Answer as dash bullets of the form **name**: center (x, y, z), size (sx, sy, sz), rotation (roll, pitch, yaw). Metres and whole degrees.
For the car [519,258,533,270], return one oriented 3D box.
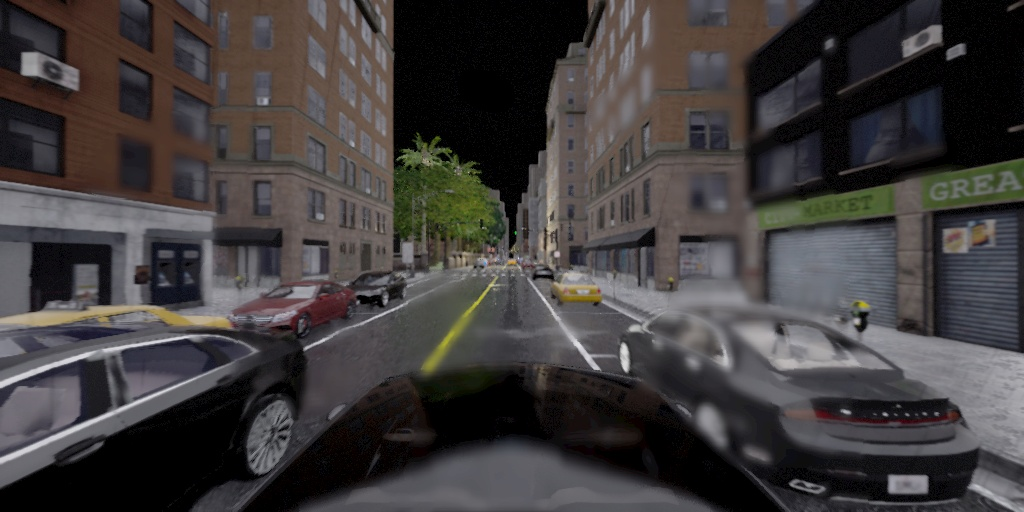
- **car**: center (2.663, 1.389, 58.701), size (1.967, 1.591, 4.097), rotation (0, 0, 0)

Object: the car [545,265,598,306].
- **car**: center (2.667, 1.316, 15.784), size (1.751, 1.417, 4.829), rotation (0, 0, 0)

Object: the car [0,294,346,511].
- **car**: center (-3.102, 1.242, 1.892), size (2.128, 1.511, 4.902), rotation (0, 0, 0)

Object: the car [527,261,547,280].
- **car**: center (2.665, 1.413, 32.136), size (1.948, 1.339, 4.313), rotation (0, 0, 0)

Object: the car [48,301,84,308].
- **car**: center (-5.858, 1.284, 4.442), size (1.751, 1.417, 4.829), rotation (0, 0, 0)

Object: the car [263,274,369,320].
- **car**: center (-5.859, 1.356, 10.121), size (1.802, 1.307, 4.207), rotation (0, 0, 0)

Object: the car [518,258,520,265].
- **car**: center (2.662, 1.285, 64.109), size (2.192, 1.841, 5.009), rotation (0, 0, 0)

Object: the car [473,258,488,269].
- **car**: center (-5.863, 1.537, 64.125), size (1.948, 1.339, 4.313), rotation (0, 0, 0)

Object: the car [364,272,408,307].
- **car**: center (-5.859, 1.357, 15.629), size (1.948, 1.339, 4.313), rotation (0, 0, 0)

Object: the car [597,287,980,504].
- **car**: center (2.668, 1.308, 4.600), size (2.007, 1.370, 4.403), rotation (0, 0, 0)
